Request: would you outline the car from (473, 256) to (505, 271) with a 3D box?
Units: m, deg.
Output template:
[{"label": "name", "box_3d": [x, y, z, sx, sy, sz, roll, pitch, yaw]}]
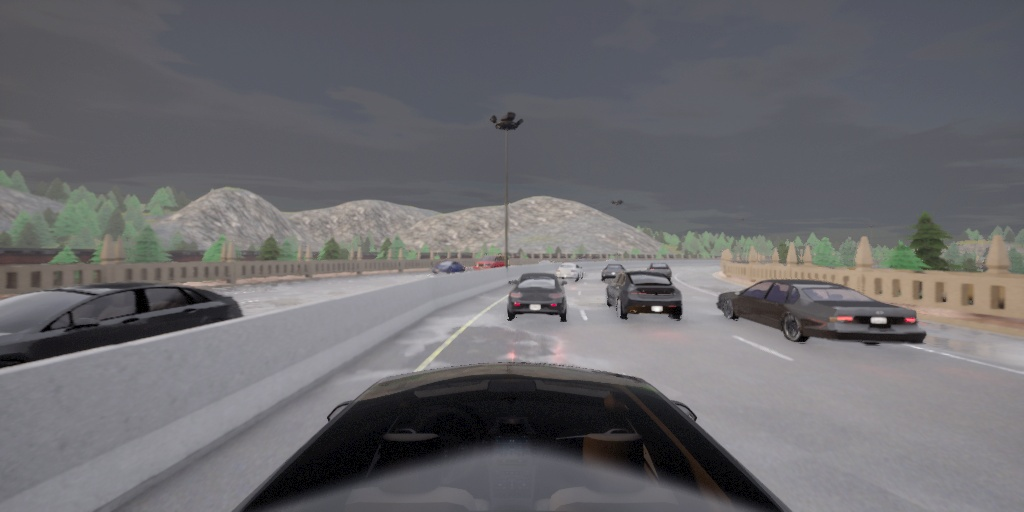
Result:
[{"label": "car", "box_3d": [-2.351, 0.974, 41.163, 2.150, 2.045, 5.566, 0, 0, 23]}]

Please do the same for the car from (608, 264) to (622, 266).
[{"label": "car", "box_3d": [8.696, 1.364, 30.275, 1.994, 1.385, 4.181, 0, 0, 19]}]

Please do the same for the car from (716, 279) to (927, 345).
[{"label": "car", "box_3d": [7.585, 1.335, 9.656, 2.033, 1.411, 5.357, 0, 0, 6]}]

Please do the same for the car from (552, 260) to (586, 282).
[{"label": "car", "box_3d": [4.784, 1.308, 29.701, 1.812, 1.442, 4.674, 0, 0, 17]}]

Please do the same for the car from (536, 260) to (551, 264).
[{"label": "car", "box_3d": [4.295, 1.312, 47.029, 1.812, 1.442, 4.674, 0, 0, 28]}]

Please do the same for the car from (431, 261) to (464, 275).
[{"label": "car", "box_3d": [-6.890, 1.259, 39.098, 1.812, 1.442, 4.674, 0, 0, 21]}]

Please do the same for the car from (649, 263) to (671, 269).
[{"label": "car", "box_3d": [12.466, 1.309, 30.503, 2.128, 1.511, 4.902, 0, 0, 20]}]

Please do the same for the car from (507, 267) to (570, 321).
[{"label": "car", "box_3d": [0.934, 1.284, 12.426, 1.812, 1.442, 4.674, 0, 0, 7]}]

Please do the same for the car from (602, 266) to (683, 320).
[{"label": "car", "box_3d": [4.517, 1.280, 12.799, 1.837, 1.490, 4.892, 0, 0, 7]}]

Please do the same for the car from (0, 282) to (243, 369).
[{"label": "car", "box_3d": [-6.849, 1.225, 5.749, 1.837, 1.490, 4.892, 0, 0, 4]}]
